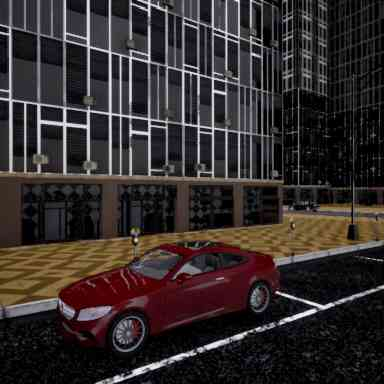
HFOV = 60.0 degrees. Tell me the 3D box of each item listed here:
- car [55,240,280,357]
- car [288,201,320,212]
[{"bbox_3d":[-0.186,1.582,5.969,4.206,1.307,1.802,0,0,-36],"label":"car"},{"bbox_3d":[15.183,1.899,45.317,2.008,1.369,4.403,-1,0,-36],"label":"car"}]
